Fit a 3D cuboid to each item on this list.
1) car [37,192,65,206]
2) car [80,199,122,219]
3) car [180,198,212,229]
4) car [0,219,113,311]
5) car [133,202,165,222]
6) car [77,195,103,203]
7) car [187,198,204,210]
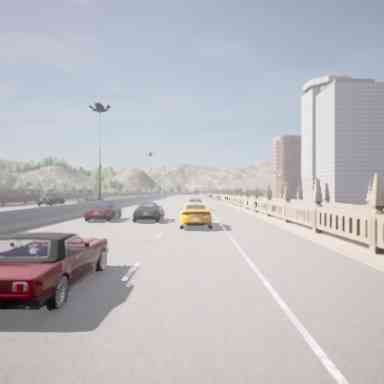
[{"bbox_3d":[-20.627,1.037,49.124,2.150,2.045,5.566,0,0,1],"label":"car"},{"bbox_3d":[-6.711,1.453,25.448,1.994,1.385,4.181,0,0,0],"label":"car"},{"bbox_3d":[0.257,1.396,21.152,1.882,1.535,5.008,0,0,0],"label":"car"},{"bbox_3d":[-3.346,1.559,7.624,1.895,1.301,4.718,0,0,0],"label":"car"},{"bbox_3d":[-3.212,1.462,25.166,1.994,1.385,4.181,0,0,0],"label":"car"},{"bbox_3d":[-13.681,1.436,44.305,1.895,1.301,4.718,0,0,1],"label":"car"},{"bbox_3d":[0.413,1.439,40.815,1.994,1.385,4.181,0,0,0],"label":"car"}]
